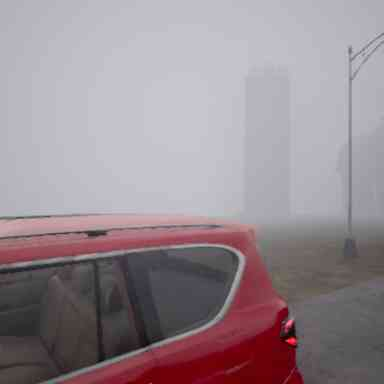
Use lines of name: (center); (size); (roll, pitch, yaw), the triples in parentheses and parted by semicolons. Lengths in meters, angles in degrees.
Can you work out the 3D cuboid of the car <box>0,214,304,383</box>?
car: (-1.740, 1.222, 1.831); (5.566, 2.045, 2.150); (0, 0, -35)
